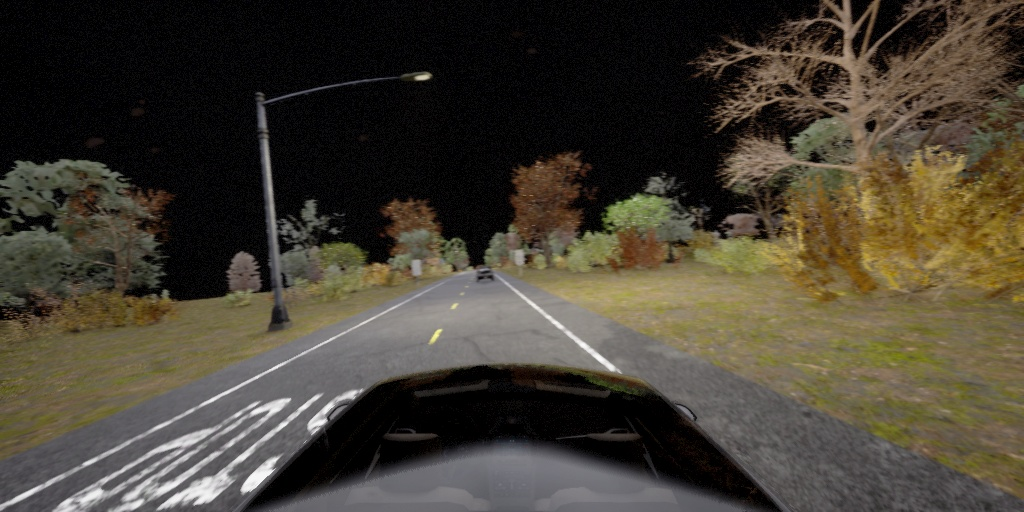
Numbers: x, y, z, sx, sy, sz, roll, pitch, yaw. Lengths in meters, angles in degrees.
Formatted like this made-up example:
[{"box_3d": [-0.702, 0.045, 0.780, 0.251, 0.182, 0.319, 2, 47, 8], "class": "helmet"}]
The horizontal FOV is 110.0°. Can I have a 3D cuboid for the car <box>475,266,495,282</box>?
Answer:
[{"box_3d": [-2.907, 1.971, 38.849, 1.837, 1.490, 4.892, -6, 0, -5], "class": "car"}]
